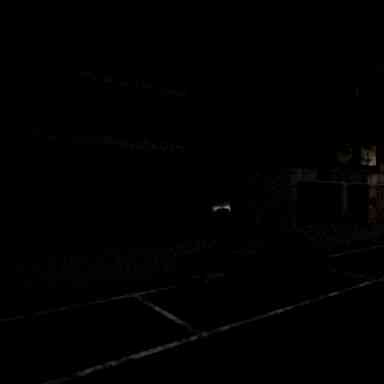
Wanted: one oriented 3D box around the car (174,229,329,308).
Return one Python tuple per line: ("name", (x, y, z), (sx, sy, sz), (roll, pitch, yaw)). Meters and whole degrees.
("car", (1.563, 1.580, 7.869), (4.206, 1.307, 1.802), (0, 1, -35))
